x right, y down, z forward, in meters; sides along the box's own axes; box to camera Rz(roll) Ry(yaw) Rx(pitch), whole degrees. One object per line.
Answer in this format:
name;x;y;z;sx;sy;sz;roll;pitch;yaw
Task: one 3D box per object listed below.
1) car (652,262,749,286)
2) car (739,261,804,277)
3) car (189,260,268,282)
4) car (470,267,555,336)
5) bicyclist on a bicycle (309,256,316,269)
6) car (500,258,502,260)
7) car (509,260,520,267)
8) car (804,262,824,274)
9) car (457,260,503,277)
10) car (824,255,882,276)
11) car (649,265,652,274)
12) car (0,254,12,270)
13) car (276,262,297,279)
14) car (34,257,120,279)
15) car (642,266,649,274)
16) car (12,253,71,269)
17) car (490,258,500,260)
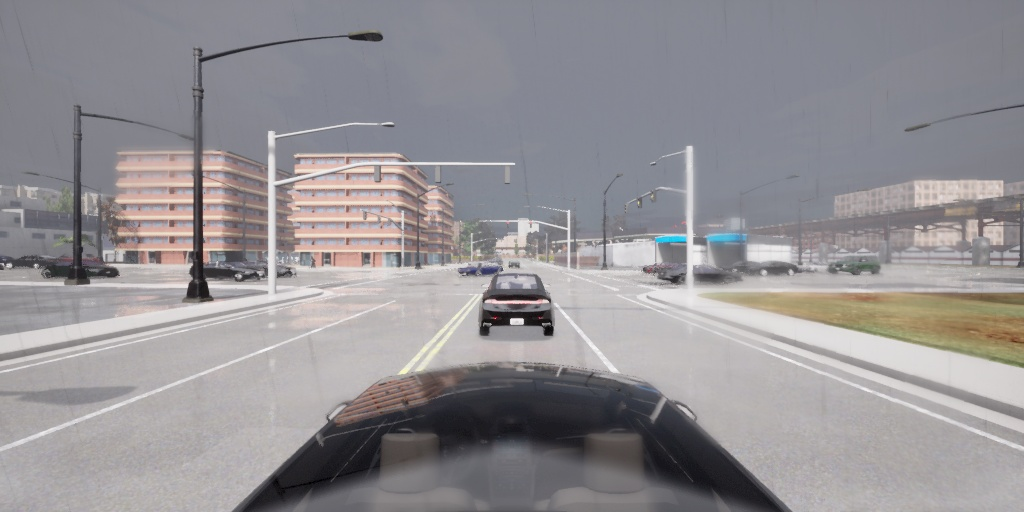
car;13.011;1.297;25.032;5.357;1.411;2.033;0;0;1
car;25.897;1.255;35.838;4.892;1.490;1.837;0;0;-5
car;-20.961;1.109;26.520;4.902;1.511;2.128;1;0;1
car;0.117;1.242;10.365;2.128;1.511;4.902;0;0;0
bicyclist on a bicycle;-25.949;0.844;46.637;0.582;1.620;1.656;1;0;1
car;-3.271;1.241;65.186;2.128;1.511;4.902;0;0;1
car;0.366;1.351;61.984;1.895;1.301;4.718;0;0;0
car;34.865;1.351;41.067;4.718;1.301;1.895;0;0;-19
car;-2.929;1.320;34.407;1.895;1.301;4.718;0;0;39
car;36.307;0.969;37.897;5.566;2.045;2.150;0;0;-19
car;16.619;1.351;35.681;4.718;1.301;1.895;0;0;0
car;-47.072;0.732;30.689;5.357;1.411;2.033;1;0;2
car;-20.671;1.105;30.011;4.902;1.511;2.128;1;0;1
car;-32.126;1.014;26.793;4.181;1.385;1.994;1;0;1
car;16.456;1.314;39.209;4.181;1.385;1.994;0;0;1
car;-50.395;0.628;37.891;4.892;1.490;1.837;1;0;2
car;-3.347;1.351;55.931;1.895;1.301;4.718;0;0;0
